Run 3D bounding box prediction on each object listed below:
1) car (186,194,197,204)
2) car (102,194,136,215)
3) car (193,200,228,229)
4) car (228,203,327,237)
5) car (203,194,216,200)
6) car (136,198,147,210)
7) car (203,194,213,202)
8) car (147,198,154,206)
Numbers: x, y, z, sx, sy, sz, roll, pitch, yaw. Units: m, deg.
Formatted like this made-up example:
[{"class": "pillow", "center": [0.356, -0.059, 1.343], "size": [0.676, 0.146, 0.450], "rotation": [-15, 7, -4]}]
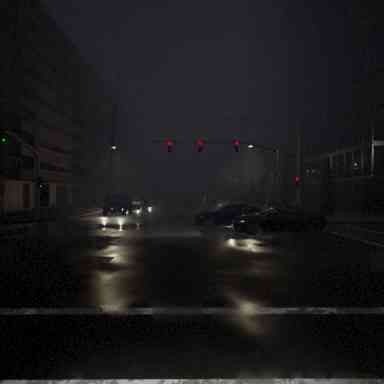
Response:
[{"class": "car", "center": [-0.063, 1.539, 61.017], "size": [1.994, 1.385, 4.181], "rotation": [0, 0, 1]}, {"class": "car", "center": [-7.455, 1.208, 33.761], "size": [2.150, 2.045, 5.566], "rotation": [0, 0, 0]}, {"class": "car", "center": [2.681, 1.494, 21.255], "size": [5.008, 1.535, 1.882], "rotation": [0, 0, 0]}, {"class": "car", "center": [4.625, 1.511, 17.753], "size": [4.902, 1.511, 2.128], "rotation": [0, 0, 0]}, {"class": "car", "center": [3.442, 1.464, 61.416], "size": [2.128, 1.511, 4.902], "rotation": [0, 0, 1]}, {"class": "car", "center": [-7.440, 1.508, 43.556], "size": [1.812, 1.442, 4.674], "rotation": [0, 0, 1]}, {"class": "car", "center": [3.485, 1.325, 74.641], "size": [2.097, 1.767, 4.553], "rotation": [0, 0, 1]}, {"class": "car", "center": [-7.321, 1.579, 54.295], "size": [1.895, 1.301, 4.718], "rotation": [0, 0, 1]}]
